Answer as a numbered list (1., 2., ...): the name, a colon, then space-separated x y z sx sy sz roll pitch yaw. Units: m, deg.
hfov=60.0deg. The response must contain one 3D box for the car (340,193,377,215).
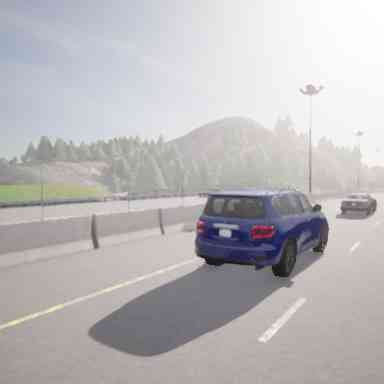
1. car: 12.021 0.795 23.887 2.033 1.411 5.357 1 2 35

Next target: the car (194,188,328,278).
1. car: 2.258 0.920 9.554 2.150 2.045 5.566 1 2 35

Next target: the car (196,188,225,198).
1. car: 2.732 0.102 47.836 1.895 1.301 4.718 1 2 34

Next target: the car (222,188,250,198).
1. car: 6.262 0.136 46.801 1.895 1.301 4.718 1 2 34

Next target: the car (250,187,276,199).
1. car: 9.815 0.074 45.799 1.837 1.490 4.892 1 2 34
